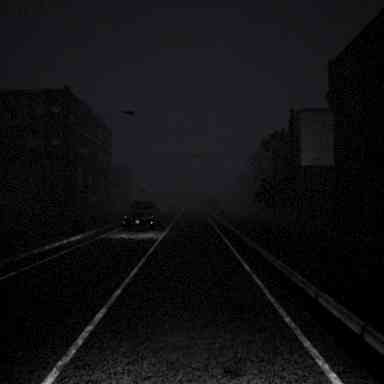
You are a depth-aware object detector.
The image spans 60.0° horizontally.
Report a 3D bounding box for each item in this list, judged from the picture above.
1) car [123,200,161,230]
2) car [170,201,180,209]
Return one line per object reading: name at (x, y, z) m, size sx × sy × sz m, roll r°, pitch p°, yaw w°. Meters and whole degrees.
car at (-3.568, 1.637, 24.574) m, size 2.150 × 2.045 × 5.566 m, roll 0°, pitch -1°, yaw 0°
car at (-3.423, 2.676, 66.427) m, size 1.837 × 1.490 × 4.892 m, roll 0°, pitch -1°, yaw 1°
